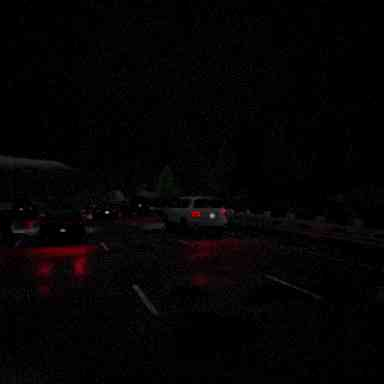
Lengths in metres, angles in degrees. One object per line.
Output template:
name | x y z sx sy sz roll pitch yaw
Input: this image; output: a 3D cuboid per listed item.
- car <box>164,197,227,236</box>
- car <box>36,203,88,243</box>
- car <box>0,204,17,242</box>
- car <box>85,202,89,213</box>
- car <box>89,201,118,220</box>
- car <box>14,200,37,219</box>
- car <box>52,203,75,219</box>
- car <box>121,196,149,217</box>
car | 0.046 1.280 19.209 2.150 2.045 5.566 0 -1 -21
car | -6.419 1.522 16.521 1.882 1.535 5.008 0 0 -21
car | -10.059 1.551 16.236 1.837 1.490 4.892 0 -1 -21
car | -12.222 1.857 41.421 2.128 1.511 4.902 0 -1 -21
car | -8.043 1.772 30.525 1.994 1.385 4.181 0 -1 -21
car | -15.967 1.600 31.640 2.097 1.767 4.553 0 -1 -21
car | -12.792 1.816 33.134 2.033 1.411 5.357 0 -1 -21
car | -6.045 1.482 35.092 2.150 2.045 5.566 0 -1 -21
